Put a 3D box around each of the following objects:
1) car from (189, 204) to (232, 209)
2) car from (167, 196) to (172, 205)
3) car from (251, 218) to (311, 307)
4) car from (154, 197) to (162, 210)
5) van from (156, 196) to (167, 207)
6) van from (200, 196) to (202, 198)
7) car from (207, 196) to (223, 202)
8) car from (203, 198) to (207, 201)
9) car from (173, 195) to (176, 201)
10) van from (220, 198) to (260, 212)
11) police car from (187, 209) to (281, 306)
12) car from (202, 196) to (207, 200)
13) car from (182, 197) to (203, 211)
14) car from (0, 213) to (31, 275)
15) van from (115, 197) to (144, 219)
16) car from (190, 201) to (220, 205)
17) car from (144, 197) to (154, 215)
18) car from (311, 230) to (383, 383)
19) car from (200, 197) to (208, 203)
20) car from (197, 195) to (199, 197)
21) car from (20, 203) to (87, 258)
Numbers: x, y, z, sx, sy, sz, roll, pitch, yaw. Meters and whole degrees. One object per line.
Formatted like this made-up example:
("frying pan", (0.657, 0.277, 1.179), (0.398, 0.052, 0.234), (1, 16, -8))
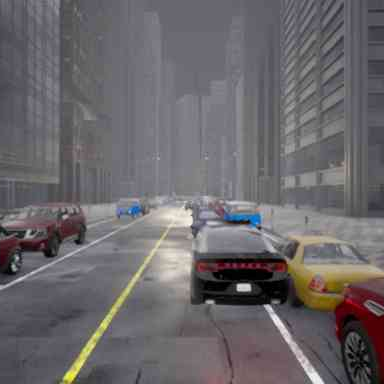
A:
("car", (0.905, 1.614, 18.243), (1.812, 1.442, 4.674), (0, 0, 0))
("car", (-5.741, 1.783, 69.376), (1.967, 1.590, 4.097), (0, 0, 0))
("car", (2.765, 1.563, 7.851), (1.752, 1.417, 4.829), (0, 0, 0))
("car", (-5.748, 1.780, 46.937), (2.008, 1.369, 4.403), (0, 0, 0))
("van", (-5.745, 1.627, 58.157), (1.690, 1.788, 3.998), (0, 0, 0))
("van", (2.780, 1.628, 58.163), (1.690, 1.788, 3.998), (0, 0, 0))
("car", (2.772, 1.461, 30.118), (2.192, 1.841, 5.009), (0, 0, 0))
("car", (2.775, 1.747, 41.335), (1.887, 1.381, 4.507), (0, 0, 0))
("car", (-5.737, 1.958, 86.033), (1.752, 1.417, 4.829), (0, 0, 0))
("van", (2.768, 1.432, 18.899), (1.690, 1.788, 3.998), (0, 0, 0))
("police car", (0.902, 1.466, 8.353), (1.930, 1.638, 5.238), (0, 0, 0))
("car", (2.777, 1.670, 46.944), (1.967, 1.590, 4.097), (0, 0, 0))
("car", (0.022, 1.767, 44.767), (2.033, 1.411, 5.357), (0, 0, 0))
("car", (-5.760, 1.477, 7.672), (1.967, 1.590, 4.097), (0, 0, 0))
("van", (-5.753, 1.487, 30.110), (1.690, 1.788, 3.998), (0, 0, 0))
("car", (0.907, 1.644, 24.242), (1.812, 1.442, 4.674), (0, 0, 0))
("car", (-5.752, 1.489, 35.719), (2.192, 1.841, 5.009), (0, 0, 0))
("car", (2.763, 1.326, 2.072), (2.192, 1.841, 5.009), (0, 0, 0))
("car", (2.787, 1.928, 80.769), (1.752, 1.417, 4.829), (0, 0, 0))
("car", (0.019, 1.885, 64.912), (1.994, 1.385, 4.181), (0, 0, 0))
("car", (-5.759, 1.379, 13.282), (2.192, 1.841, 5.009), (0, 0, 0))
